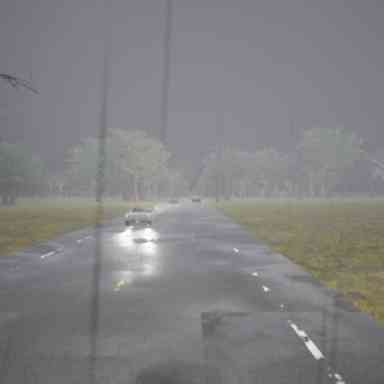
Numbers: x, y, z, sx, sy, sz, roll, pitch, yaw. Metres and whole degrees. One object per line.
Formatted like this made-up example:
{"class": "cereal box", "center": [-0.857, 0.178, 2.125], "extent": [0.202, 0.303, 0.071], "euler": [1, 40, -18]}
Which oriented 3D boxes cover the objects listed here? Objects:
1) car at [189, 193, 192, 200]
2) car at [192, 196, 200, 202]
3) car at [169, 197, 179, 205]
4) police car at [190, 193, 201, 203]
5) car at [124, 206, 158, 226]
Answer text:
{"class": "car", "center": [1.024, 1.490, 90.442], "extent": [2.150, 2.045, 5.566], "euler": [0, 0, 0]}
{"class": "car", "center": [1.025, 1.752, 84.412], "extent": [1.837, 1.490, 4.892], "euler": [0, 0, 0]}
{"class": "car", "center": [-3.529, 1.735, 65.257], "extent": [2.033, 1.411, 5.357], "euler": [0, 0, 0]}
{"class": "police car", "center": [1.028, 1.643, 74.519], "extent": [1.930, 1.638, 5.238], "euler": [0, 0, 0]}
{"class": "car", "center": [-3.606, 1.674, 24.217], "extent": [1.895, 1.301, 4.718], "euler": [0, 0, 0]}
